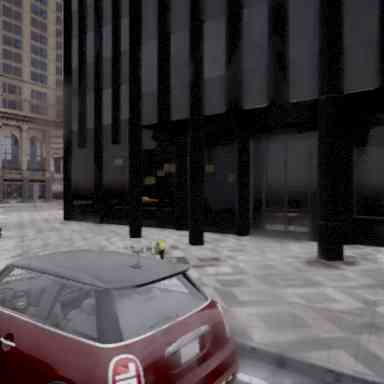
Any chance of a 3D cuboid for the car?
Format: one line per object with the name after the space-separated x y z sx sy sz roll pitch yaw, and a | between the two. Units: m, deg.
-1.598 1.447 4.099 4.097 1.590 1.967 0 0 35 | car
